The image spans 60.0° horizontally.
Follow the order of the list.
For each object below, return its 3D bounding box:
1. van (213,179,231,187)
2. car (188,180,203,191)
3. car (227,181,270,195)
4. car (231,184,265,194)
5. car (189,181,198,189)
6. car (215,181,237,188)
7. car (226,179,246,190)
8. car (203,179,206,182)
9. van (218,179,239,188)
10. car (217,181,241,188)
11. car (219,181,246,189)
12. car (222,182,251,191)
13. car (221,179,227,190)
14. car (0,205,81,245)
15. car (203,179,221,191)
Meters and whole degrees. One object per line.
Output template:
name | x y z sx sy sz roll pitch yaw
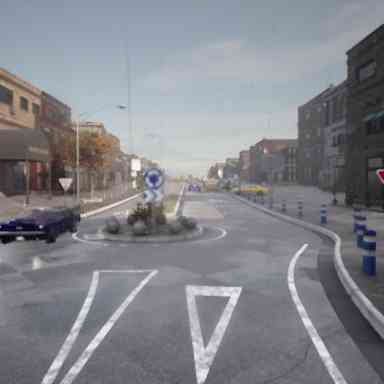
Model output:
van | 7.585 -2.372 84.701 4.442 1.987 1.878 0 2 -1
car | 0.430 -1.111 58.151 2.097 1.767 4.553 0 3 0
car | 7.987 -0.352 46.167 5.366 1.575 1.946 0 3 -1
car | 8.142 -0.461 48.925 4.674 1.452 2.002 0 3 -1
car | 0.250 -1.506 69.290 1.882 1.535 5.008 0 3 -1
car | 7.806 -1.780 76.450 4.674 1.452 2.002 0 2 -1
car | 8.074 -0.774 51.667 4.553 1.767 2.185 0 3 -1
car | 3.249 -1.427 69.330 2.033 1.411 5.357 0 3 -1
van | 7.954 -1.925 73.566 4.442 1.987 1.878 0 2 -1
car | 7.876 -1.585 70.942 5.008 1.535 2.097 0 2 -1
car | 7.944 -1.335 65.436 4.892 1.521 2.231 0 3 -1
car | 8.000 -1.072 59.930 5.008 1.535 2.097 0 3 -1
car | 8.101 -1.044 54.413 5.566 2.045 2.435 0 3 -1
car | -6.170 1.256 13.795 1.895 1.301 4.718 0 2 -4
car | 3.429 -0.987 58.193 1.882 1.535 5.008 0 3 0
